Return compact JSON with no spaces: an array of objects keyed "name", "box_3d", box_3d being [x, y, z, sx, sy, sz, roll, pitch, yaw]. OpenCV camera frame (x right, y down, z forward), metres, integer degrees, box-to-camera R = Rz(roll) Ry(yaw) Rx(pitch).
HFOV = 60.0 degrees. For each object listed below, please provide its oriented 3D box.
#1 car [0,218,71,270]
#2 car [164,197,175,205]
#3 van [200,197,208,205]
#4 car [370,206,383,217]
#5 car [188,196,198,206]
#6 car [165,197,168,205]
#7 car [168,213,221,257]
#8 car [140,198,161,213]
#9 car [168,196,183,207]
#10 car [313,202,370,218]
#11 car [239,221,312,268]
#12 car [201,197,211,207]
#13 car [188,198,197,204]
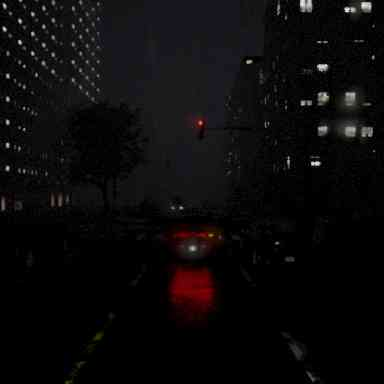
[{"name":"car","box_3d":[-5.667,1.650,11.417,1.887,1.381,4.507,0,-1,0]},{"name":"car","box_3d":[-5.522,2.132,82.463,2.192,1.841,5.009,0,-1,0]},{"name":"van","box_3d":[2.847,2.099,76.924,1.690,1.788,3.998,0,-1,0]},{"name":"car","box_3d":[18.886,1.529,30.828,4.829,1.417,1.752,-1,0,0]},{"name":"car","box_3d":[0.151,2.239,73.527,1.812,1.442,4.674,0,-1,0]},{"name":"car","box_3d":[-5.533,2.324,76.939,1.947,1.339,4.313,0,-1,0]},{"name":"car","box_3d":[0.107,1.632,13.520,1.837,1.490,4.892,0,0,2]},{"name":"car","box_3d":[-5.601,1.734,43.805,2.192,1.841,5.009,0,-1,0]},{"name":"car","box_3d":[-2.881,1.859,65.467,2.150,2.045,5.566,0,-1,1]},{"name":"car","box_3d":[13.490,1.629,30.784,4.403,1.369,2.008,-1,0,0]},{"name":"car","box_3d":[2.713,1.656,11.399,2.008,1.369,4.403,0,-1,0]},{"name":"car","box_3d":[2.825,2.207,65.876,1.947,1.339,4.313,0,-1,0]},{"name":"car","box_3d":[0.173,2.204,83.535,2.128,1.511,4.902,0,-1,0]}]
